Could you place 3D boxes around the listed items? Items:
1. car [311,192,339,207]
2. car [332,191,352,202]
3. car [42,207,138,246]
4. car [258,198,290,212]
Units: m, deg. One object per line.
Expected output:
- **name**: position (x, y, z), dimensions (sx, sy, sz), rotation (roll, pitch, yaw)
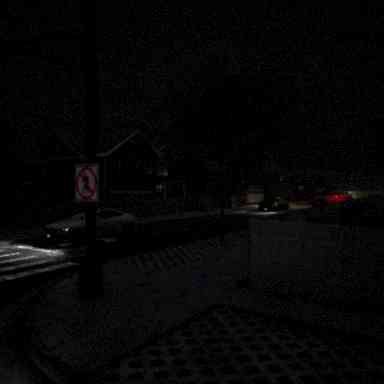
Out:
- **car**: position (16.026, 1.155, 40.551), dimensions (1.882, 1.535, 5.008), rotation (0, 1, 35)
- **car**: position (21.871, 0.812, 48.715), dimensions (2.150, 2.045, 5.566), rotation (0, 1, 38)
- **car**: position (-4.487, 1.463, 15.346), dimensions (1.812, 1.442, 4.674), rotation (0, 1, 34)
- **car**: position (8.727, 1.294, 34.972), dimensions (2.033, 1.411, 5.357), rotation (0, 1, 34)
